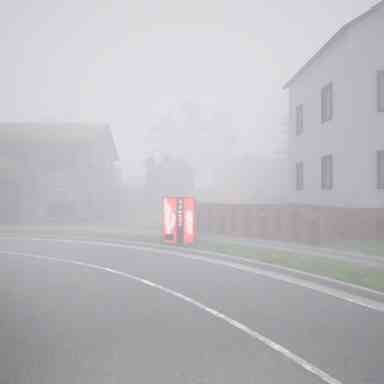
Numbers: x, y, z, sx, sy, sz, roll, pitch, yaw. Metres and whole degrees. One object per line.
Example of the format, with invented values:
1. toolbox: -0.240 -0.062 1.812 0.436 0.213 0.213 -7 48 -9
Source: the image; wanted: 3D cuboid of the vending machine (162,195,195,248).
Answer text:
1. vending machine: -0.548 1.195 14.005 0.880 2.100 1.100 0 0 38
